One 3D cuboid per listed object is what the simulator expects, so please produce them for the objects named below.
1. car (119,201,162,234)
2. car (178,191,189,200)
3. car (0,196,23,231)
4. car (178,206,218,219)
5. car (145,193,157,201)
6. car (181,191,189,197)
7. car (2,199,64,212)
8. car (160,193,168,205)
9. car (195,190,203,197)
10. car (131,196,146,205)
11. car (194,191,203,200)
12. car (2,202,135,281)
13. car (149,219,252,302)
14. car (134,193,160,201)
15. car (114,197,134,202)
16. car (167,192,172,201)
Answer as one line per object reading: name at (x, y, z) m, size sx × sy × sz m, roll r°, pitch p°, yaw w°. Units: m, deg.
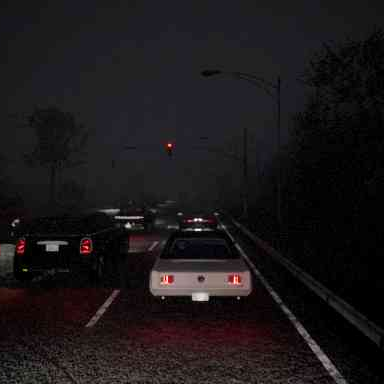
car at (-3.187, 1.492, 19.053) m, size 2.128 × 1.511 × 4.902 m, roll 0°, pitch 0°, yaw 0°
car at (-1.987, 0.738, 76.015) m, size 2.150 × 2.045 × 5.566 m, roll 0°, pitch 3°, yaw 1°
car at (-10.404, 1.221, 16.771) m, size 2.150 × 2.045 × 5.566 m, roll 0°, pitch 0°, yaw 1°
car at (0.319, 1.505, 17.464) m, size 1.837 × 1.490 × 4.892 m, roll 0°, pitch 0°, yaw 1°
car at (-9.052, 1.145, 73.221) m, size 1.882 × 1.535 × 5.008 m, roll 0°, pitch 2°, yaw 1°
car at (-1.751, 0.410, 86.449) m, size 1.895 × 1.301 × 4.718 m, roll 0°, pitch 3°, yaw 1°
car at (-6.907, 1.352, 16.422) m, size 2.097 × 1.767 × 4.553 m, roll 0°, pitch 0°, yaw 1°
car at (-5.917, 1.476, 60.222) m, size 1.882 × 1.535 × 5.008 m, roll 0°, pitch 0°, yaw 2°
car at (1.747, 0.369, 86.338) m, size 1.994 × 1.385 × 4.181 m, roll 0°, pitch 3°, yaw 1°
car at (-9.444, 1.526, 59.298) m, size 1.812 × 1.442 × 4.674 m, roll 0°, pitch 0°, yaw 2°
car at (1.512, 1.039, 75.921) m, size 2.128 × 1.511 × 4.902 m, roll 0°, pitch 3°, yaw 1°
car at (-3.295, 1.352, 10.042) m, size 2.097 × 1.767 × 4.553 m, roll 0°, pitch 0°, yaw 1°
car at (0.178, 1.601, 8.211) m, size 1.895 × 1.301 × 4.718 m, roll 0°, pitch 0°, yaw 0°
car at (-6.244, 1.222, 47.088) m, size 2.150 × 2.045 × 5.566 m, roll 0°, pitch 0°, yaw 1°
car at (-9.736, 1.491, 47.010) m, size 2.128 × 1.511 × 4.902 m, roll 0°, pitch 0°, yaw 2°
car at (-5.546, 1.008, 73.450) m, size 2.097 × 1.767 × 4.553 m, roll 0°, pitch 2°, yaw 1°
